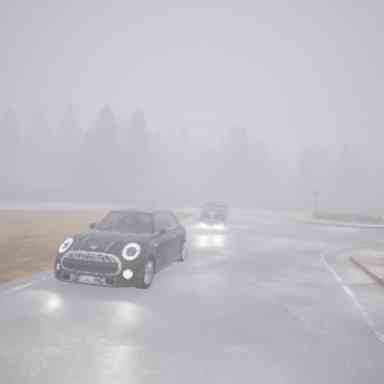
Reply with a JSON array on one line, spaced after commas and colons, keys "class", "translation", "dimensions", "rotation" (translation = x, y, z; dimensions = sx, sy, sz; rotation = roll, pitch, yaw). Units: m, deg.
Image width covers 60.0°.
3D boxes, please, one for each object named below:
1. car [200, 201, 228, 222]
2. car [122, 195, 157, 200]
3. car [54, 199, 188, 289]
[{"class": "car", "translation": [1.828, 1.470, 26.369], "dimensions": [2.128, 1.511, 4.902], "rotation": [3, 0, 9]}, {"class": "car", "translation": [-6.811, 1.085, 42.833], "dimensions": [4.902, 1.511, 2.128], "rotation": [3, 0, -5]}, {"class": "car", "translation": [-1.587, 1.238, 9.027], "dimensions": [2.097, 1.767, 4.553], "rotation": [3, 0, 14]}]
